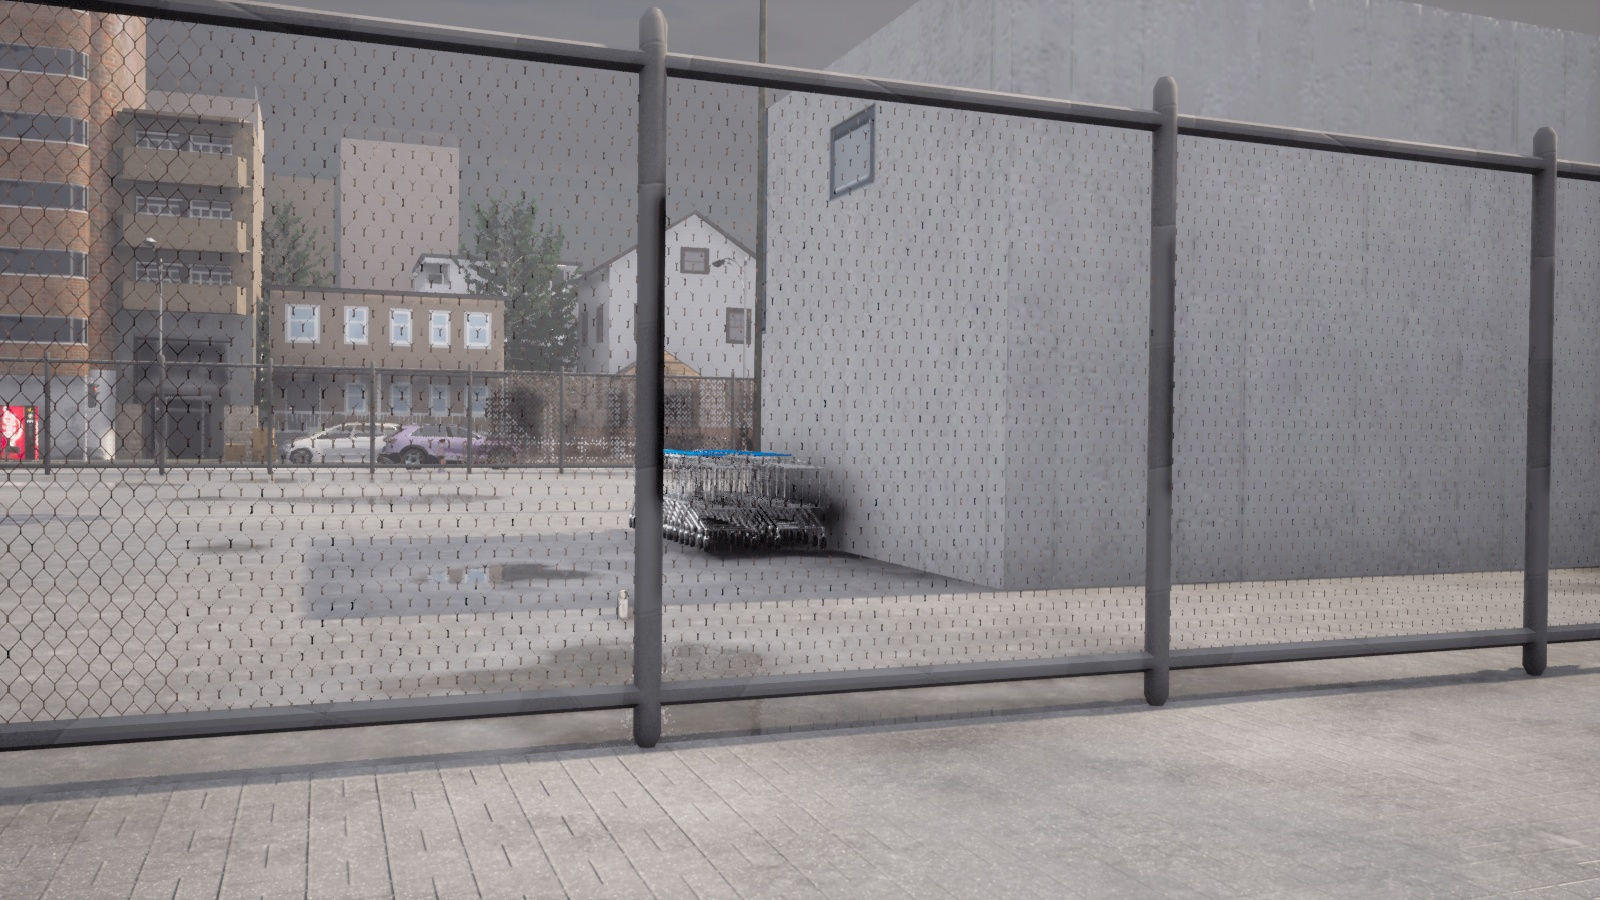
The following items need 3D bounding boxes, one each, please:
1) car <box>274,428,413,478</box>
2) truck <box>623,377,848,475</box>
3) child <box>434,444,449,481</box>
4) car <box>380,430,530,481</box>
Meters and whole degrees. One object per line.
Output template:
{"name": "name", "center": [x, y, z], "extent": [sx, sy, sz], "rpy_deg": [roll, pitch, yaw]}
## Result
{"name": "car", "center": [-16.664, 0.073, 45.916], "extent": [4.611, 1.667, 2.242], "rpy_deg": [-1, 1, -21]}
{"name": "truck", "center": [-2.431, -0.924, 47.105], "extent": [7.936, 3.462, 2.891], "rpy_deg": [-1, 1, -18]}
{"name": "child", "center": [-10.945, 0.383, 38.322], "extent": [0.394, 1.110, 0.255], "rpy_deg": [-1, 1, -29]}
{"name": "car", "center": [-11.962, 0.150, 43.462], "extent": [4.856, 1.649, 2.033], "rpy_deg": [-1, 1, -19]}
